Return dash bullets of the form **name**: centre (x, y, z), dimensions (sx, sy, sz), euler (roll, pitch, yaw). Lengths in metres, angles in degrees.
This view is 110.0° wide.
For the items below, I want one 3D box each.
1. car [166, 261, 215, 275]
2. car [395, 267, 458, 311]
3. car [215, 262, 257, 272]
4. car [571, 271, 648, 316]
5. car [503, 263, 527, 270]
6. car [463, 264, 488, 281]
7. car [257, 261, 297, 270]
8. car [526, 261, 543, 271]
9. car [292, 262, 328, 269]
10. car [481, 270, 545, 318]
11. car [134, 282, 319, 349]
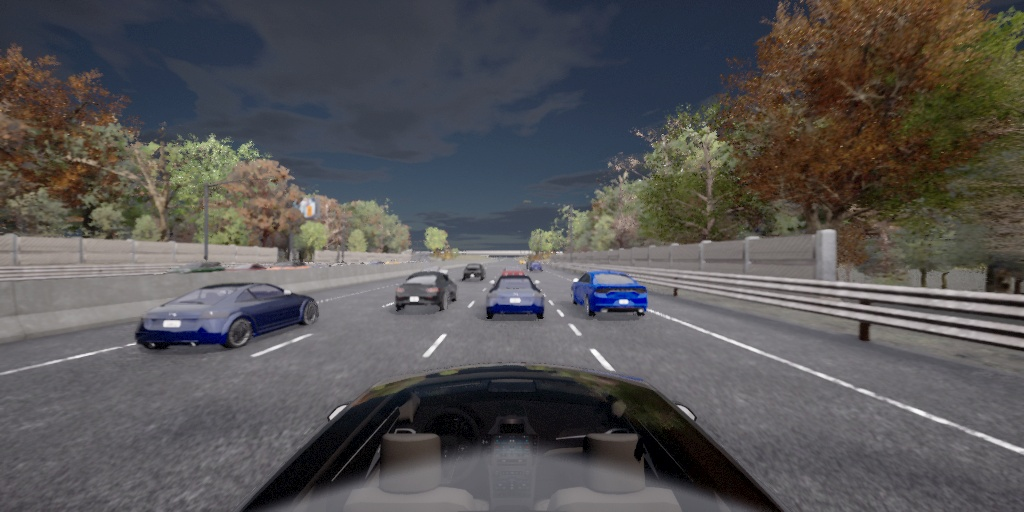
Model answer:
- **car**: centre (-28.090, 1.288, 32.039), dimensions (2.097, 1.767, 4.553), euler (0, 0, 0)
- **car**: centre (-3.398, 1.356, 14.788), dimensions (1.812, 1.442, 4.674), euler (0, 0, 0)
- **car**: centre (-24.592, 1.471, 33.354), dimensions (1.812, 1.442, 4.674), euler (0, 0, 0)
- **car**: centre (3.502, 1.299, 13.711), dimensions (1.882, 1.535, 5.008), euler (0, 0, 0)
- **car**: centre (0.104, 1.540, 31.686), dimensions (1.895, 1.301, 4.718), euler (0, 0, 0)
- **car**: centre (-3.399, 1.452, 33.095), dimensions (1.837, 1.490, 4.892), euler (0, 0, 0)
- **car**: centre (-21.091, 1.300, 33.719), dimensions (2.097, 1.767, 4.553), euler (0, 0, 0)
- **car**: centre (3.501, 1.612, 54.360), dimensions (1.812, 1.442, 4.674), euler (0, 0, 0)
- **car**: centre (-17.592, 1.506, 32.713), dimensions (1.994, 1.385, 4.181), euler (0, 0, 0)
- **car**: centre (0.104, 1.386, 13.316), dimensions (1.994, 1.385, 4.181), euler (0, 0, 0)
- **car**: centre (-6.896, 1.359, 9.277), dimensions (1.994, 1.385, 4.181), euler (0, 0, 0)
